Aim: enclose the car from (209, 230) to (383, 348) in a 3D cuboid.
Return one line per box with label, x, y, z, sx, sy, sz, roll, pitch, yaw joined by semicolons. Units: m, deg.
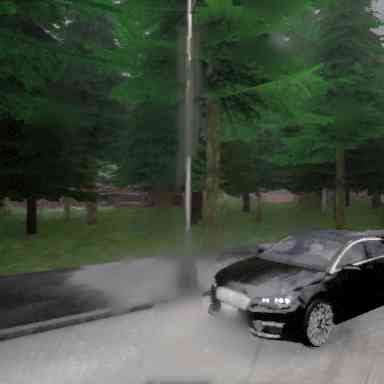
car;2.554;1.533;6.427;4.902;1.511;2.128;1;0;-35
